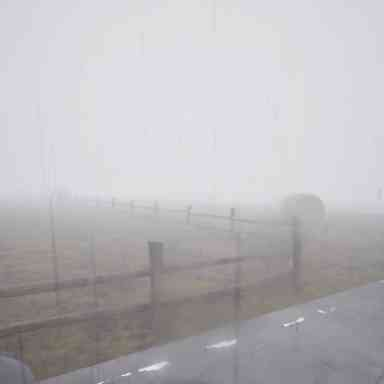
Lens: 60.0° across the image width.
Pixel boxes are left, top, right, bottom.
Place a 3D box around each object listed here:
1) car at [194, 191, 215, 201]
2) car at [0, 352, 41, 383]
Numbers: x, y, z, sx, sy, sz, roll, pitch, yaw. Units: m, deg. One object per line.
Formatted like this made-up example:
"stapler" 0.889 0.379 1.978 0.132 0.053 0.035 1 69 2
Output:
"car" 2.339 0.689 63.889 2.097 1.767 4.553 2 0 -35
"car" -2.664 1.545 1.168 4.181 1.385 1.994 1 0 -35
